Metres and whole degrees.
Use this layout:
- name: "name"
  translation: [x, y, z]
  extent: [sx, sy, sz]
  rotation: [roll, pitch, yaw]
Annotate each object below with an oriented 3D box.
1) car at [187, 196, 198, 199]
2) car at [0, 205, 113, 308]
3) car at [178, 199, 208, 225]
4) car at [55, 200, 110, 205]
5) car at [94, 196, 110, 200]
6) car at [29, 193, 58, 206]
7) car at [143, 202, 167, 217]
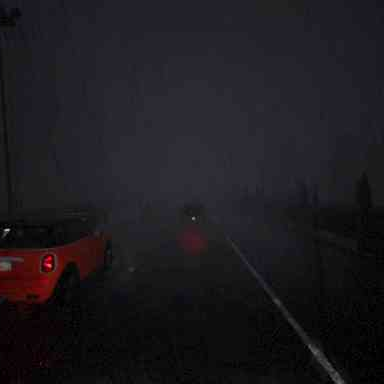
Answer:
- name: "car"
  translation: [0.097, 1.352, 45.471]
  extent: [2.097, 1.767, 4.553]
  rotation: [0, 1, 0]
- name: "car"
  translation: [-3.400, 1.359, 8.115]
  extent: [2.097, 1.767, 4.553]
  rotation: [0, 0, 0]
- name: "car"
  translation: [0.099, 1.513, 24.183]
  extent: [1.837, 1.490, 4.892]
  rotation: [0, 0, 0]
- name: "car"
  translation: [-6.901, 1.500, 22.136]
  extent: [2.128, 1.511, 4.902]
  rotation: [0, 0, 0]
- name: "car"
  translation: [-14.002, 1.359, 51.180]
  extent: [1.882, 1.535, 5.008]
  rotation: [0, 2, 0]
- name: "car"
  translation: [-21.000, 1.182, 47.415]
  extent: [2.150, 2.045, 5.566]
  rotation: [0, 1, 0]
- name: "car"
  translation: [-3.402, 1.612, 31.805]
  extent: [1.895, 1.301, 4.718]
  rotation: [0, 0, 0]
